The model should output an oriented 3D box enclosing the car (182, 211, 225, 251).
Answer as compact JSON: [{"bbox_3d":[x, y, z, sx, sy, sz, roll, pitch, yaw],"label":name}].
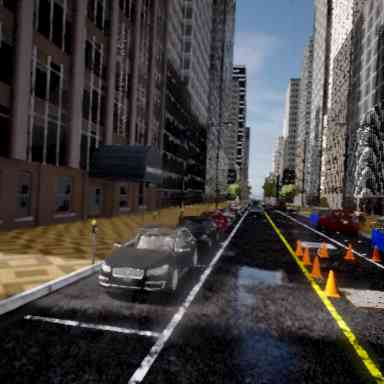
[{"bbox_3d":[0.147,1.735,14.545,1.947,1.339,4.313,2,-1,11],"label":"car"}]

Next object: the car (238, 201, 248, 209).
[{"bbox_3d":[10.773,2.773,70.369,1.967,1.590,4.097,2,-1,11],"label":"car"}]

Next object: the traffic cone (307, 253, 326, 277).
[{"bbox_3d":[3.782,2.264,10.122,0.340,0.580,0.340,3,-1,11],"label":"traffic cone"}]

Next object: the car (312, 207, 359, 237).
[{"bbox_3d":[10.503,2.125,24.140,2.192,1.841,5.009,2,-1,11],"label":"car"}]

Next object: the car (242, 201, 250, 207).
[{"bbox_3d":[15.016,3.363,92.697,1.947,1.339,4.313,2,-1,11],"label":"car"}]

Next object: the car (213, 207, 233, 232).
[{"bbox_3d":[1.210,1.831,20.127,1.887,1.381,4.507,2,-1,11],"label":"car"}]

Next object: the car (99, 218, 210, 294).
[{"bbox_3d":[-0.915,1.603,8.963,2.008,1.369,4.403,2,-1,11],"label":"car"}]

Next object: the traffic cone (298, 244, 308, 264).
[{"bbox_3d":[4.156,2.305,12.087,0.340,0.580,0.340,3,-1,11],"label":"traffic cone"}]

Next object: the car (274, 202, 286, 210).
[{"bbox_3d":[21.124,3.288,79.964,2.192,1.841,5.009,2,-1,11],"label":"car"}]

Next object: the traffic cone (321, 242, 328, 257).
[{"bbox_3d":[5.511,2.395,13.863,0.340,0.580,0.340,3,-1,11],"label":"traffic cone"}]

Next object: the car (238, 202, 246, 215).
[{"bbox_3d":[5.458,2.303,42.457,2.008,1.369,4.403,2,-1,11],"label":"car"}]

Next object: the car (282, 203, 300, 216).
[{"bbox_3d":[15.804,2.943,52.048,2.008,1.369,4.403,2,-1,11],"label":"car"}]

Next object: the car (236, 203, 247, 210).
[{"bbox_3d":[9.705,2.799,64.785,1.802,1.307,4.206,2,-1,11],"label":"car"}]

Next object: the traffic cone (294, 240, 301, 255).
[{"bbox_3d":[4.530,2.346,14.051,0.340,0.580,0.340,3,-1,11],"label":"traffic cone"}]

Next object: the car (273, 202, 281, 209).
[{"bbox_3d":[23.243,3.644,91.126,1.967,1.590,4.097,2,-1,11],"label":"car"}]

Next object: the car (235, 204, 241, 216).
[{"bbox_3d":[3.332,2.101,31.292,1.802,1.307,4.206,2,-1,11],"label":"car"}]

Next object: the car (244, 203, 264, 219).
[{"bbox_3d":[7.667,2.388,40.106,2.033,1.411,5.357,3,-1,11],"label":"car"}]

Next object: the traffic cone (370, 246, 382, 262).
[{"bbox_3d":[7.473,2.492,13.488,0.340,0.580,0.340,3,-1,11],"label":"traffic cone"}]

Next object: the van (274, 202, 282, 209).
[{"bbox_3d":[22.185,3.430,85.545,1.690,1.788,3.998,2,-1,11],"label":"van"}]

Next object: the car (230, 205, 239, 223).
[{"bbox_3d":[2.271,1.953,25.710,2.008,1.369,4.403,2,-1,11],"label":"car"}]

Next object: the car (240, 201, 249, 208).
[{"bbox_3d":[12.862,3.087,81.366,1.752,1.417,4.829,2,-1,11],"label":"car"}]

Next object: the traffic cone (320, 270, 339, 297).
[{"bbox_3d":[3.408,2.223,8.158,0.340,0.580,0.340,3,-1,11],"label":"traffic cone"}]

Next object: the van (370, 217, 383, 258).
[{"bbox_3d":[8.378,1.918,12.975,1.690,1.788,3.998,2,-1,11],"label":"van"}]

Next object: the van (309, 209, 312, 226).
[{"bbox_3d":[11.564,2.268,29.722,1.690,1.788,3.998,2,-1,11],"label":"van"}]

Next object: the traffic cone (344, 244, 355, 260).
[{"bbox_3d":[6.492,2.443,13.676,0.340,0.580,0.340,3,-1,11],"label":"traffic cone"}]

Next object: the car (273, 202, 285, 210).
[{"bbox_3d":[20.062,3.172,74.381,2.192,1.841,5.009,2,-1,11],"label":"car"}]
